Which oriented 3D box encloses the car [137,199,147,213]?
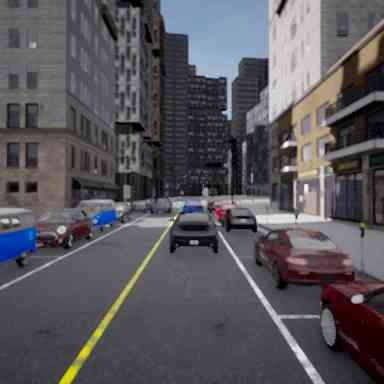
[{"bbox_3d":[-5.747,1.600,36.959,2.008,1.369,4.403,1,0,0],"label":"car"}]

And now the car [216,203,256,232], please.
[{"bbox_3d":[2.775,1.596,20.128,1.947,1.339,4.313,1,0,0],"label":"car"}]

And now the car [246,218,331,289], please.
[{"bbox_3d":[2.773,1.596,8.910,1.802,1.307,4.206,1,0,0],"label":"car"}]

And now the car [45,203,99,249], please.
[{"bbox_3d":[-5.750,1.463,14.522,1.967,1.590,4.097,1,0,0],"label":"car"}]

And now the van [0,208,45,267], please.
[{"bbox_3d":[-5.750,1.356,8.913,1.690,1.788,3.998,1,0,0],"label":"van"}]

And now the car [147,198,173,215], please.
[{"bbox_3d":[-3.081,1.398,34.655,2.097,1.767,4.553,0,0,0],"label":"car"}]

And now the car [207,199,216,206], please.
[{"bbox_3d":[2.777,1.631,36.956,1.802,1.307,4.206,1,0,0],"label":"car"}]

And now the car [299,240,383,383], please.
[{"bbox_3d":[2.772,1.550,3.300,1.887,1.381,4.507,1,0,0],"label":"car"}]

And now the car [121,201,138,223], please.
[{"bbox_3d":[-5.750,1.588,25.741,2.008,1.369,4.403,1,0,0],"label":"car"}]

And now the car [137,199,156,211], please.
[{"bbox_3d":[-5.746,1.600,42.568,1.887,1.381,4.507,1,0,0],"label":"car"}]

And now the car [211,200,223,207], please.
[{"bbox_3d":[2.776,1.582,25.738,1.887,1.381,4.507,1,0,0],"label":"car"}]

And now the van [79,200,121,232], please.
[{"bbox_3d":[-5.747,1.371,20.131,1.690,1.788,3.998,1,0,0],"label":"van"}]

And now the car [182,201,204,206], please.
[{"bbox_3d":[0.090,1.520,30.562,1.882,1.535,5.008,0,0,0],"label":"car"}]

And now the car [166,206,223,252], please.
[{"bbox_3d":[0.083,1.525,13.992,1.837,1.490,4.892,0,0,0],"label":"car"}]

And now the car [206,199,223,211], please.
[{"bbox_3d":[2.779,1.599,42.566,1.887,1.381,4.507,1,0,0],"label":"car"}]
